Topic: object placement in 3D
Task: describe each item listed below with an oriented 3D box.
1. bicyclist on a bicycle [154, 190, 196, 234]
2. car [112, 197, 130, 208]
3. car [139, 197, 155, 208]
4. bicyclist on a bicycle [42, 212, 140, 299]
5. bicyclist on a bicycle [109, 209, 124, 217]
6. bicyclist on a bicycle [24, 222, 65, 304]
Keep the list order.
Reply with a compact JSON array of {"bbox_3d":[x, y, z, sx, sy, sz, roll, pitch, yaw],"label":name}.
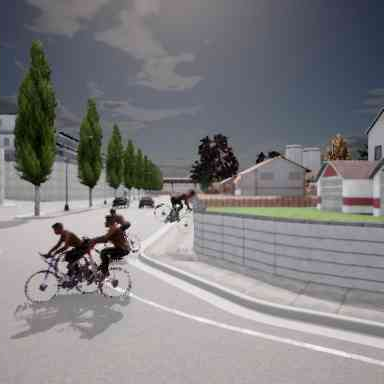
[{"bbox_3d":[-0.435,0.614,12.412,1.656,1.620,0.582,27,4,1],"label":"bicyclist on a bicycle"},{"bbox_3d":[-9.963,1.490,47.044,1.837,1.490,4.892,0,-2,-1],"label":"car"},{"bbox_3d":[-6.467,1.496,47.540,1.837,1.490,4.892,0,0,-2],"label":"car"},{"bbox_3d":[-1.887,1.327,7.026,1.656,1.620,0.582,24,-7,-10],"label":"bicyclist on a bicycle"},{"bbox_3d":[-2.600,1.399,11.954,1.656,1.620,0.582,-4,9,27],"label":"bicyclist on a bicycle"},{"bbox_3d":[-2.639,1.447,7.004,1.656,1.620,0.582,-2,0,-35],"label":"bicyclist on a bicycle"}]
